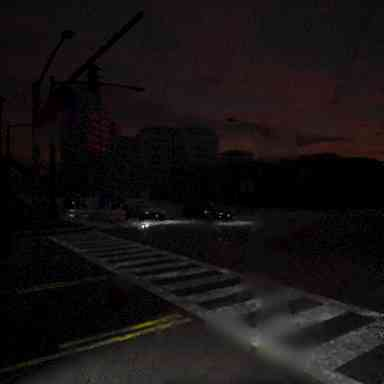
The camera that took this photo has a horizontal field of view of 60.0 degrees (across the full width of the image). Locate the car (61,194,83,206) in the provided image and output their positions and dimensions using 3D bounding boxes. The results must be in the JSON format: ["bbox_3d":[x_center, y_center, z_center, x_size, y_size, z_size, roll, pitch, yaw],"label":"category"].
[{"bbox_3d":[-20.693,1.339,57.089,2.150,2.045,5.566,0,0,-36],"label":"car"}]

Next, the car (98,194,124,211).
[{"bbox_3d":[-9.981,1.233,41.931,2.150,2.045,5.566,0,0,-36],"label":"car"}]

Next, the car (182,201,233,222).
[{"bbox_3d":[1.187,1.517,26.689,1.837,1.490,4.892,0,0,-39],"label":"car"}]

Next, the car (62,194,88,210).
[{"bbox_3d":[-15.054,1.361,43.023,2.097,1.767,4.553,0,0,-35],"label":"car"}]

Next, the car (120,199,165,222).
[{"bbox_3d":[-3.924,1.535,27.141,1.812,1.442,4.674,0,0,-33],"label":"car"}]
